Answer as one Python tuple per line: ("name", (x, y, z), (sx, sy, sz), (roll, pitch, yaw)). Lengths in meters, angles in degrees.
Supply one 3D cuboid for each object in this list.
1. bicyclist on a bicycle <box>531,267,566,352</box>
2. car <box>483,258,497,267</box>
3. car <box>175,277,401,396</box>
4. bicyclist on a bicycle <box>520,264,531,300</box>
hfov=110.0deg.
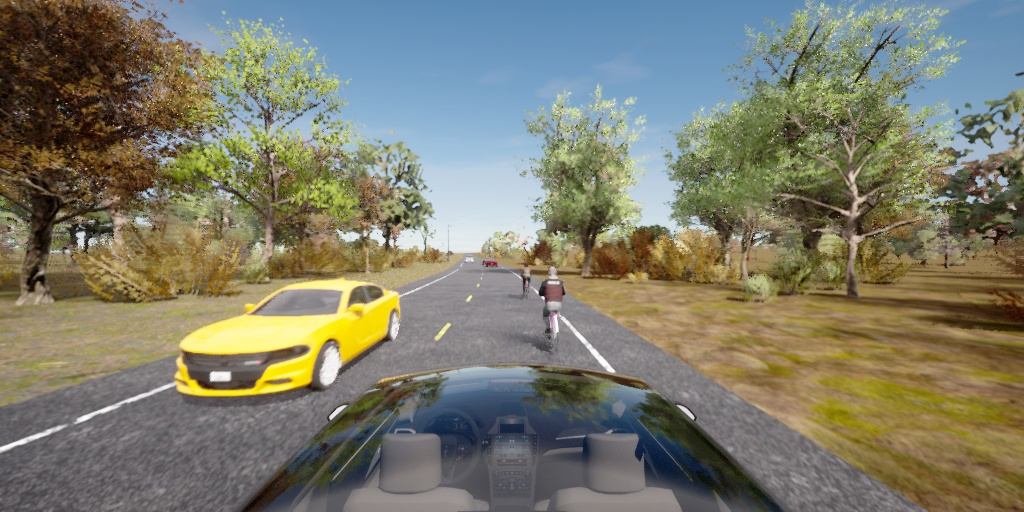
("bicyclist on a bicycle", (0.886, 1.120, 8.029), (0.659, 1.776, 1.843), (0, 0, -1))
("car", (-3.620, 1.135, 62.711), (1.882, 1.535, 5.008), (0, 0, -6))
("car", (-3.667, 1.228, 6.967), (1.882, 1.535, 5.008), (0, 0, -1))
("bicyclist on a bicycle", (0.681, 1.201, 16.871), (0.582, 1.620, 1.656), (0, 0, -2))
